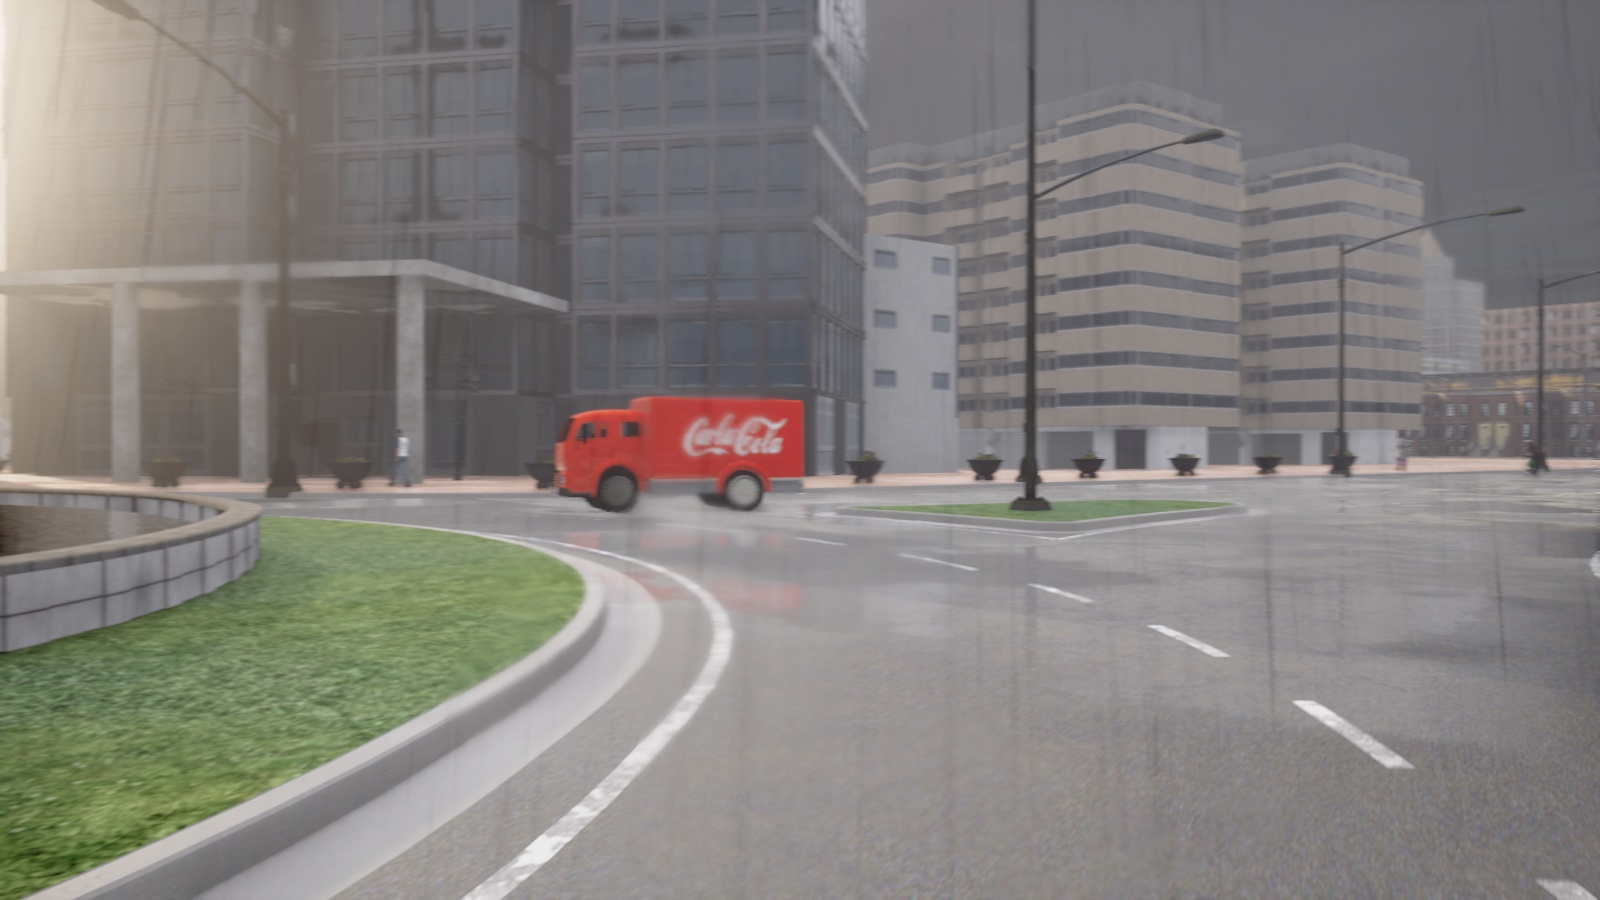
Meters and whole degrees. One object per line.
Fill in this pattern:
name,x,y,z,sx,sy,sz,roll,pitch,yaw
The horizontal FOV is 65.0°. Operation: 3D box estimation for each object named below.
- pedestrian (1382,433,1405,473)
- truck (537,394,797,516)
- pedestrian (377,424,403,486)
pedestrian,29.107,0.149,61.571,0.873,1.952,0.659,0,0,-38
truck,-2.947,0.091,27.443,5.204,2.467,2.627,0,1,-19
pedestrian,-12.168,0.151,37.253,0.706,1.836,0.354,0,0,33
